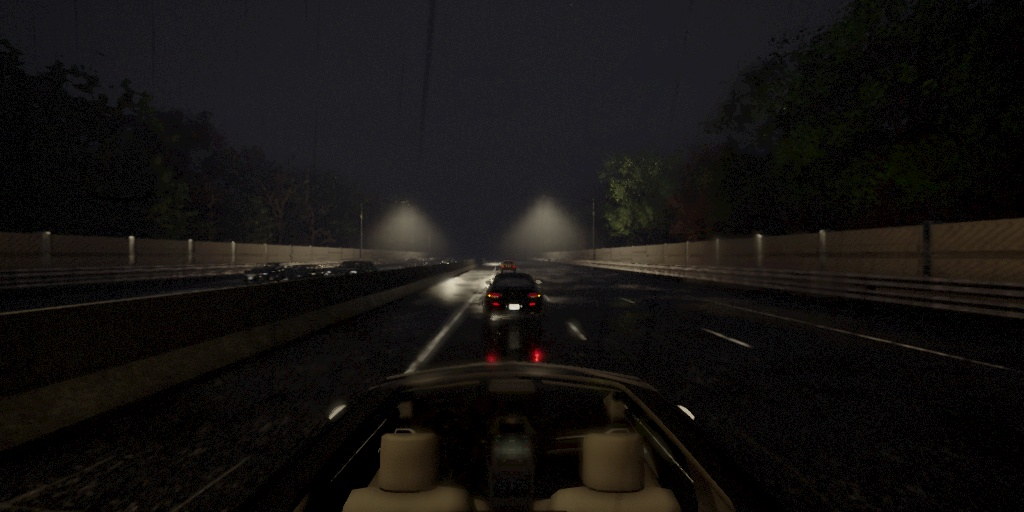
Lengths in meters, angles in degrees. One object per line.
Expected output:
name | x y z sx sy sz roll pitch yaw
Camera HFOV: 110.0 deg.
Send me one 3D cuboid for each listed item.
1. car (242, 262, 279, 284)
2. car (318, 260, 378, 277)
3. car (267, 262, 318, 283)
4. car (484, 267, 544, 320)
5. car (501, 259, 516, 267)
car | -17.801 1.229 26.825 2.128 1.511 4.902 0 0 -1
car | -10.766 1.091 24.311 2.097 1.767 4.553 0 0 -1
car | -14.270 1.303 24.613 1.994 1.385 4.181 0 0 -1
car | 0.051 1.271 12.426 1.812 1.442 4.674 0 0 0
car | -0.455 1.186 44.574 1.801 1.575 5.366 0 0 -1
